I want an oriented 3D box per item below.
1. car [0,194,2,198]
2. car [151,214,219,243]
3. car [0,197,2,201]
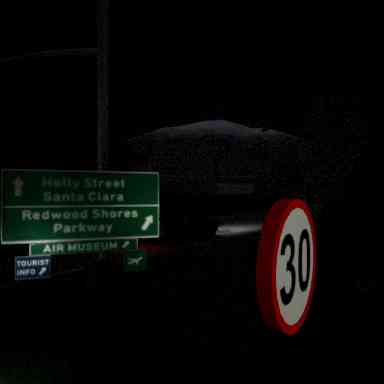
[{"bbox_3d":[-38.770,1.489,69.898,4.514,1.523,2.007,0,0,35],"label":"car"},{"bbox_3d":[-0.469,1.792,17.625,1.895,1.301,4.718,0,0,36],"label":"car"},{"bbox_3d":[-12.447,1.504,26.027,1.905,1.878,3.866,0,0,35],"label":"car"}]
